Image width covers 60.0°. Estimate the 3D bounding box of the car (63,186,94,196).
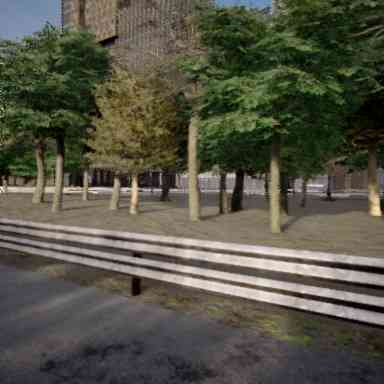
[{"bbox_3d":[-18.483,-0.205,53.400,5.366,1.575,1.801,0,1,-5],"label":"car"}]
